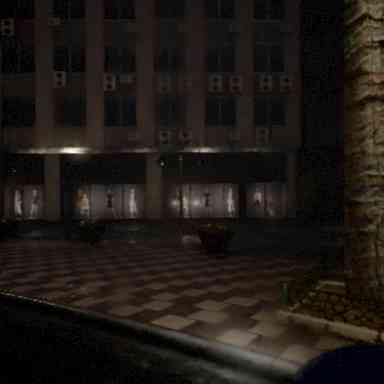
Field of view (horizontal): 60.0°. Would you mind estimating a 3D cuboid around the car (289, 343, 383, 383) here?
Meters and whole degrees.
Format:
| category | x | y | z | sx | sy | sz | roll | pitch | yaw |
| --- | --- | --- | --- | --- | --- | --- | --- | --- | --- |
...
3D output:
| category | x | y | z | sx | sy | sz | roll | pitch | yaw |
| --- | --- | --- | --- | --- | --- | --- | --- | --- | --- |
| car | 2.714 | 1.500 | 1.381 | 4.674 | 1.442 | 1.812 | -1 | 0 | 37 |
